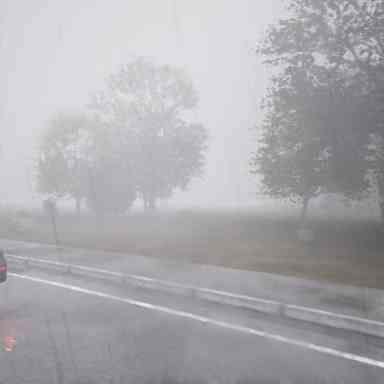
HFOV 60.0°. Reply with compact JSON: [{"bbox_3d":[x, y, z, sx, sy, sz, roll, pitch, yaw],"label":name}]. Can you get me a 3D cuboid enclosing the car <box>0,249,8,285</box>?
[{"bbox_3d":[-6.183,1.520,7.712,4.674,1.442,1.812,0,0,31],"label":"car"}]
